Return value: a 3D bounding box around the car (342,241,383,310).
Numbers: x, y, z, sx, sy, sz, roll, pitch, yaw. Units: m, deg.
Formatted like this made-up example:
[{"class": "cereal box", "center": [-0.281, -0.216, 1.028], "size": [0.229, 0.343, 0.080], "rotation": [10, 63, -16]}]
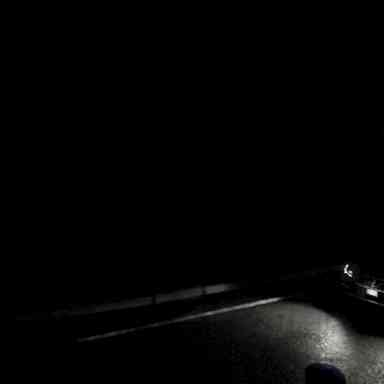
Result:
[{"class": "car", "center": [5.202, 1.460, 6.864], "size": [4.892, 1.490, 1.837], "rotation": [0, 1, -29]}]
